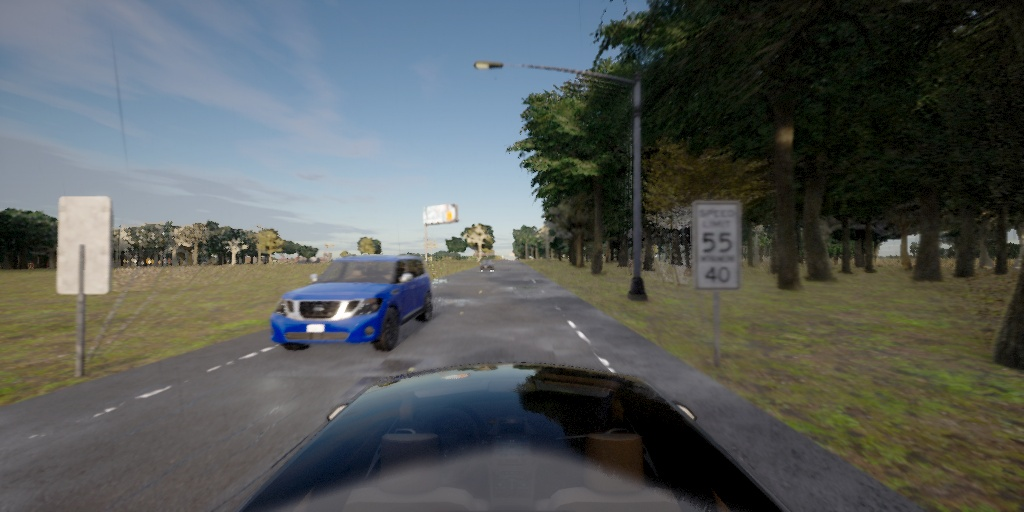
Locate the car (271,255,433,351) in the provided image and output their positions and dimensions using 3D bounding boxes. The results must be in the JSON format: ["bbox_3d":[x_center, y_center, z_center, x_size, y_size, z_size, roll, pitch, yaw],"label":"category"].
[{"bbox_3d":[-3.595,0.976,9.326,2.150,2.045,5.566,0,0,0],"label":"car"}]

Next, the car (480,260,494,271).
[{"bbox_3d":[-3.536,1.284,51.366,1.837,1.490,4.892,0,0,1],"label":"car"}]
